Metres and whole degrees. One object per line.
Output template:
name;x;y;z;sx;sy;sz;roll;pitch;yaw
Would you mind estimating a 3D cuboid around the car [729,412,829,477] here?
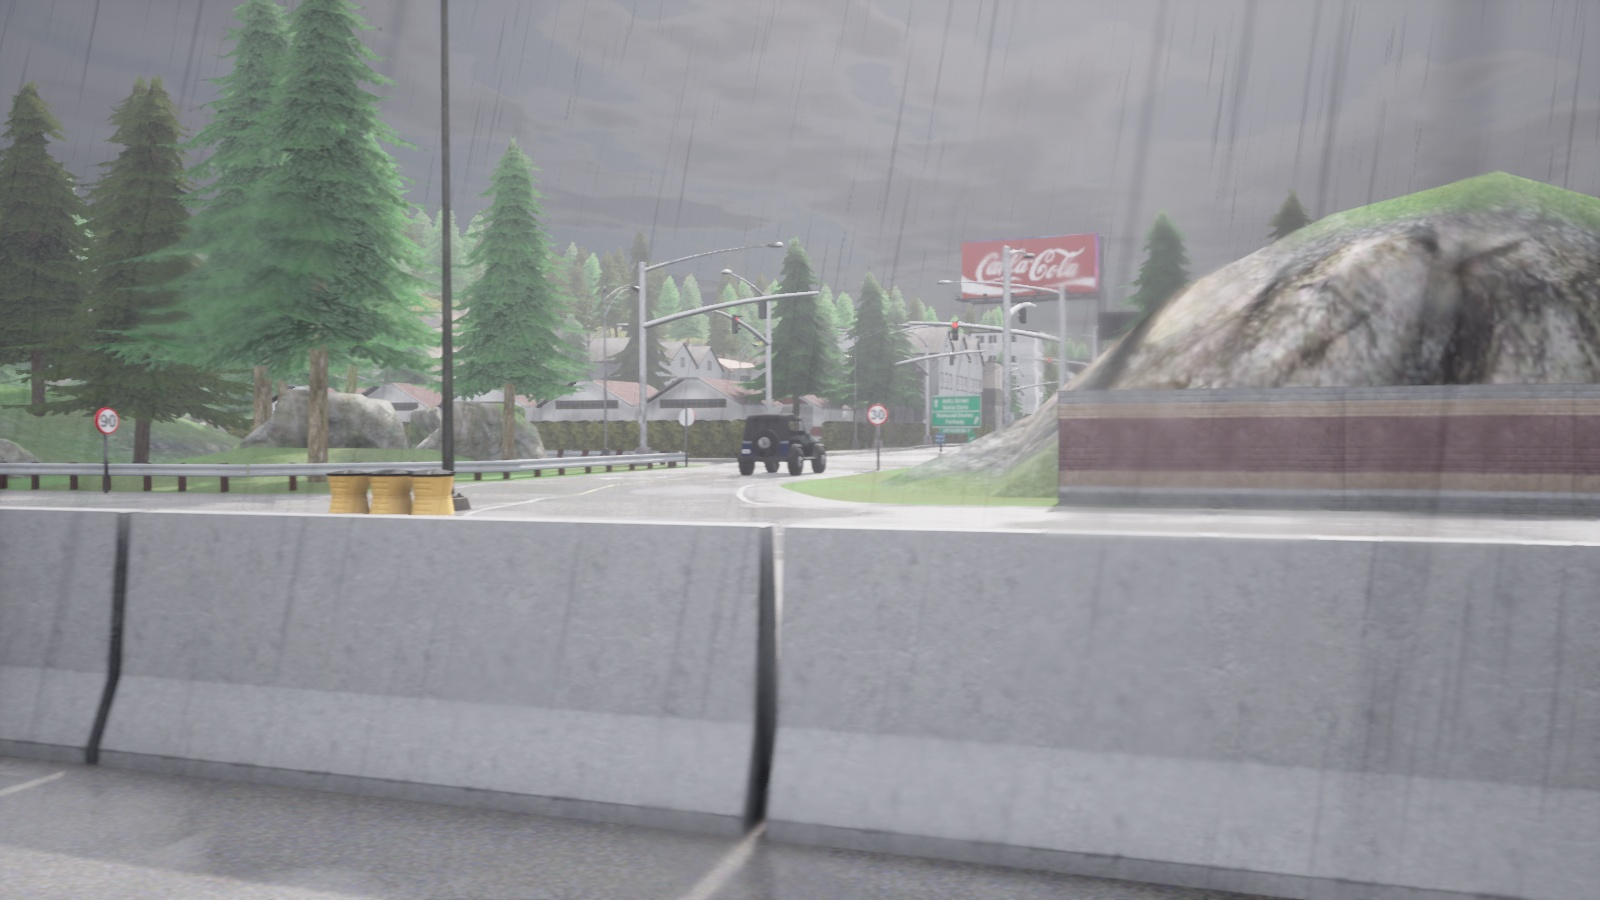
car;-0.593;-0.197;38.851;1.905;1.878;3.866;1;1;18
